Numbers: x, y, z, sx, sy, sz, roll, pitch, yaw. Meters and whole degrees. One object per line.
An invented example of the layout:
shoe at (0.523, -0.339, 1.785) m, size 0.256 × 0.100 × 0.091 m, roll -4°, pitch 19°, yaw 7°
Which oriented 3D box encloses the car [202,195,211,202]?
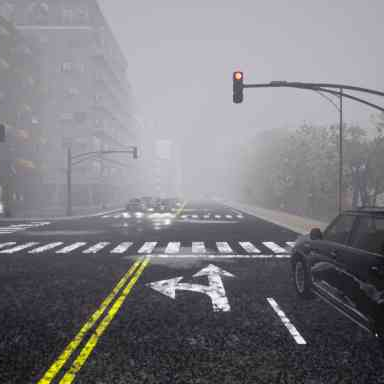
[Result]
car at (3.423, 1.388, 78.432) m, size 2.097 × 1.767 × 4.553 m, roll 0°, pitch 0°, yaw 0°

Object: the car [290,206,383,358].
car at (3.374, 1.221, 5.292) m, size 2.150 × 2.045 × 5.566 m, roll 0°, pitch 0°, yaw -2°

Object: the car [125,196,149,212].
car at (-6.514, 1.510, 38.686) m, size 1.837 × 1.490 × 4.892 m, roll 0°, pitch 0°, yaw 0°

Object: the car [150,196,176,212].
car at (-3.278, 1.496, 38.357) m, size 2.128 × 1.511 × 4.902 m, roll 0°, pitch 0°, yaw -2°

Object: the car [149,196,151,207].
car at (-6.492, 1.362, 47.895) m, size 2.097 × 1.767 × 4.553 m, roll 0°, pitch 0°, yaw 0°

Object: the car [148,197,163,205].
car at (-6.449, 1.565, 59.380) m, size 2.033 × 1.411 × 5.357 m, roll 0°, pitch 0°, yaw 0°

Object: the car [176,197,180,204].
car at (-3.246, 1.557, 48.148) m, size 2.033 × 1.411 × 5.357 m, roll 0°, pitch 0°, yaw 0°
